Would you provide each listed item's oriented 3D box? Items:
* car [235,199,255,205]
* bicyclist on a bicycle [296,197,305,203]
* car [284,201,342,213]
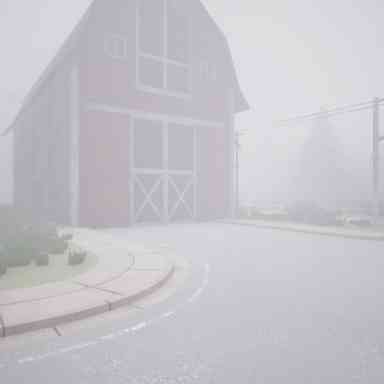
[{"bbox_3d":[5.520,1.552,38.492,1.812,1.442,4.674,0,0,-34],"label":"car"},{"bbox_3d":[13.275,1.322,40.233,1.656,1.620,0.582,46,-25,-24],"label":"bicyclist on a bicycle"},{"bbox_3d":[10.951,1.574,30.610,2.033,1.411,5.357,0,0,-35],"label":"car"}]
